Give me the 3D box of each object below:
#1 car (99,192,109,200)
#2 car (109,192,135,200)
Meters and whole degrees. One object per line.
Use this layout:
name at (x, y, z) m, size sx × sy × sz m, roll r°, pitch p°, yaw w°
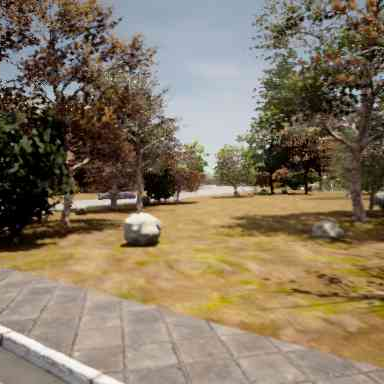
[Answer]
car at (-15.996, 0.753, 64.097) m, size 1.837 × 1.490 × 4.892 m, roll 0°, pitch 3°, yaw 39°
car at (-12.801, 0.753, 62.506) m, size 1.994 × 1.385 × 4.181 m, roll 0°, pitch 3°, yaw 39°
